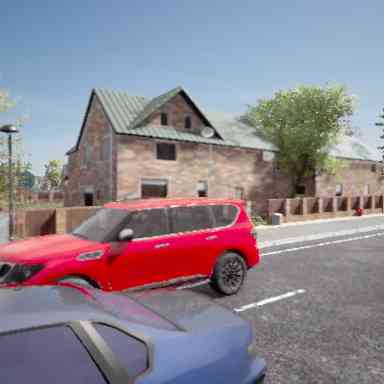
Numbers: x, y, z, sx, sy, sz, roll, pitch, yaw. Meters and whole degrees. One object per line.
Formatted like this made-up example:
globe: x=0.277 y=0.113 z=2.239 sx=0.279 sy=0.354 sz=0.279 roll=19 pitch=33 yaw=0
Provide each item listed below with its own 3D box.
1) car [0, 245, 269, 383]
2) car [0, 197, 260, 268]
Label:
car: x=-1.825 y=1.547 z=2.376 sx=5.357 sy=1.411 sz=2.033 roll=-1 pitch=1 yaw=-35
car: x=-1.042 y=1.168 z=6.910 sx=5.566 sy=2.045 sz=2.150 roll=-1 pitch=1 yaw=-35
